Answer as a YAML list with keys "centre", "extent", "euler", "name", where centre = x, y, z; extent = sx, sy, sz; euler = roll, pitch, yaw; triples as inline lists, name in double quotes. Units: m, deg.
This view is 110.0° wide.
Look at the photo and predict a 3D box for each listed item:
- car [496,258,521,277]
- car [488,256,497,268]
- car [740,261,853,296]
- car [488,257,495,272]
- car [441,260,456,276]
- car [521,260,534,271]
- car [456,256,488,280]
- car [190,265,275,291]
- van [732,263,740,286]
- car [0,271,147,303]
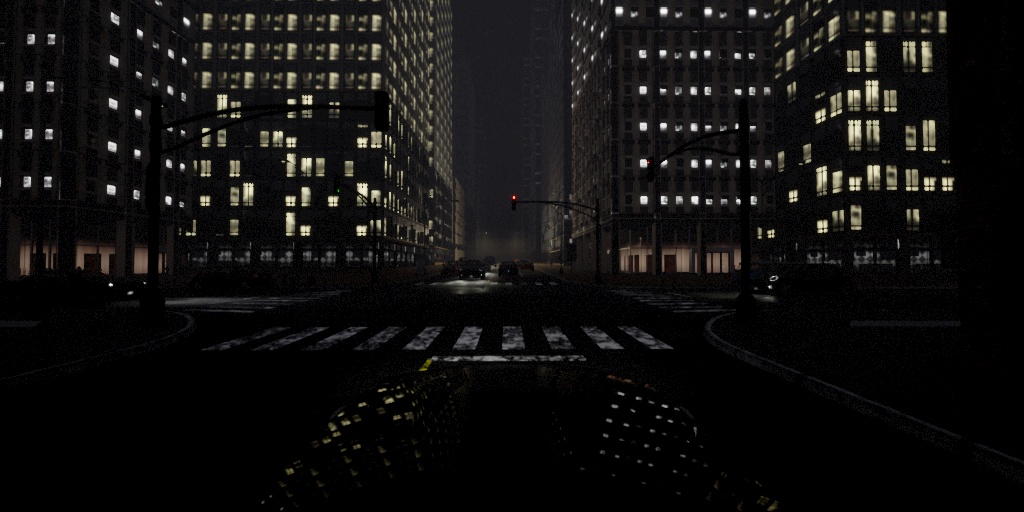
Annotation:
- centre: [-0.366, 1.240, 36.490]
  extent: [1.882, 1.535, 5.008]
  euler: [0, 0, -1]
  name: "car"
- centre: [-3.870, 0.996, 63.210]
  extent: [2.150, 2.045, 5.566]
  euler: [0, 0, 0]
  name: "car"
- centre: [15.345, 1.169, 19.271]
  extent: [4.553, 1.767, 2.097]
  euler: [0, -1, -1]
  name: "car"
- centre: [-3.684, 1.258, 45.650]
  extent: [2.128, 1.511, 4.902]
  euler: [0, 0, -1]
  name: "car"
- centre: [-6.164, 1.202, 37.065]
  extent: [1.967, 1.591, 4.097]
  euler: [0, 0, -1]
  name: "car"
- centre: [2.066, 1.349, 48.388]
  extent: [1.802, 1.307, 4.207]
  euler: [0, 0, -1]
  name: "car"
- centre: [-3.446, 1.113, 31.745]
  extent: [2.097, 1.767, 4.553]
  euler: [0, 0, -2]
  name: "car"
- centre: [-16.757, 1.255, 21.484]
  extent: [4.097, 1.591, 1.967]
  euler: [0, 0, -1]
  name: "car"
- centre: [15.714, 1.209, 21.847]
  extent: [3.998, 1.789, 1.690]
  euler: [0, 0, -1]
  name: "van"
- centre: [-18.922, 1.299, 15.683]
  extent: [4.718, 1.301, 1.895]
  euler: [0, -1, -1]
  name: "car"
